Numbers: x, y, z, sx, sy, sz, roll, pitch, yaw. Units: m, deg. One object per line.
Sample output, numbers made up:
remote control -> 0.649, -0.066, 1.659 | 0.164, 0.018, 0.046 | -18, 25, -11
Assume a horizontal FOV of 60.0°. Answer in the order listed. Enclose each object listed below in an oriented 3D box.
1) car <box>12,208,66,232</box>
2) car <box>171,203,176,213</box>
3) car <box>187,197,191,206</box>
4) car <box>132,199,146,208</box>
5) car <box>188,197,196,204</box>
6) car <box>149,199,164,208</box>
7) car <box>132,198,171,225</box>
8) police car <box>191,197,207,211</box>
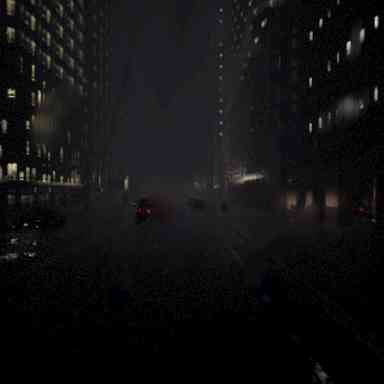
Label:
car -> -9.784, 1.757, 21.576 | 1.994, 1.385, 4.181 | 0, -1, 1
car -> -3.101, 1.990, 42.548 | 1.895, 1.301, 4.718 | 0, 0, 0
car -> 0.073, 2.073, 66.809 | 1.837, 1.490, 4.892 | 0, 0, 0
car -> -9.708, 2.047, 61.270 | 1.837, 1.490, 4.892 | 0, 0, 1
car -> 0.090, 2.021, 81.682 | 1.882, 1.535, 5.008 | 0, 0, 0
car -> -6.450, 2.096, 61.269 | 2.033, 1.411, 5.357 | 0, 0, 1
car -> -3.121, 1.471, 26.696 | 2.150, 2.045, 5.566 | 0, 0, 0
police car -> 1.190, 1.875, 48.865 | 1.930, 1.638, 5.238 | 0, -1, 0
